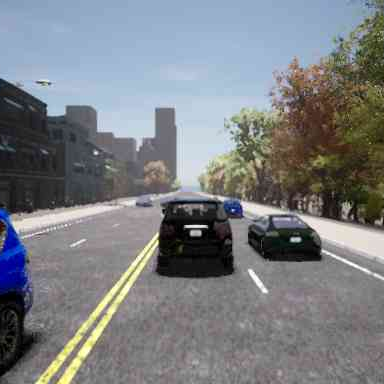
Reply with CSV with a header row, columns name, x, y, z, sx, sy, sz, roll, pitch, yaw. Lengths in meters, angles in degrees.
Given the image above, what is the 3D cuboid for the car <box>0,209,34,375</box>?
name,x,y,z,sx,sy,sz,roll,pitch,yaw
car,-3.352,1.209,2.561,2.150,2.045,5.566,0,0,0

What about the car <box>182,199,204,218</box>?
name,x,y,z,sx,sy,sz,roll,pitch,yaw
car,0.096,1.392,29.110,1.812,1.442,4.674,0,0,0

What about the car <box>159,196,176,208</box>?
name,x,y,z,sx,sy,sz,roll,pitch,yaw
car,-3.336,1.336,46.195,2.033,1.411,5.357,0,0,0

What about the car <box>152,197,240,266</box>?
name,x,y,z,sx,sy,sz,roll,pitch,yaw
car,0.098,1.169,11.442,2.150,2.045,5.566,0,0,0

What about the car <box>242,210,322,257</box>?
name,x,y,z,sx,sy,sz,roll,pitch,yaw
car,3.348,1.505,12.750,1.994,1.385,4.181,0,0,0

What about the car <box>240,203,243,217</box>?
name,x,y,z,sx,sy,sz,roll,pitch,yaw
car,3.345,1.342,29.643,1.882,1.535,5.008,0,0,0

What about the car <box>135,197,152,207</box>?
name,x,y,z,sx,sy,sz,roll,pitch,yaw
car,-6.586,1.336,46.195,2.033,1.411,5.357,0,0,0
